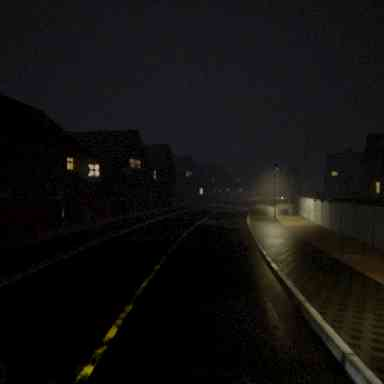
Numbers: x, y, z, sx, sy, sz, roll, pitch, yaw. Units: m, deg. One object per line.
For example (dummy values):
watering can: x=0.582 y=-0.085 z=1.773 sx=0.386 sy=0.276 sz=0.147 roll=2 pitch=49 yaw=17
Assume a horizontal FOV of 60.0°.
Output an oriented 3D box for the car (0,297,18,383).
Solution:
car: x=-2.733 y=1.488 z=1.490 sx=1.837 sy=1.490 sz=4.892 roll=0 pitch=1 yaw=1

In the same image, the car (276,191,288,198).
car: x=21.972 y=0.608 z=81.228 sx=1.837 sy=1.490 sz=4.892 roll=0 pitch=1 yaw=32
